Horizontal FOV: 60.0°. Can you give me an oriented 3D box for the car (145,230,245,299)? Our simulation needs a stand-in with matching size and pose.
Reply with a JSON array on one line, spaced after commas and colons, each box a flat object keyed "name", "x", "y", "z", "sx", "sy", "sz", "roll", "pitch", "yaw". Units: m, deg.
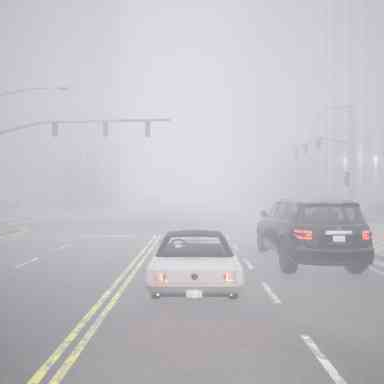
[{"name": "car", "x": 0.067, "y": 1.601, "z": 8.391, "sx": 1.895, "sy": 1.301, "sz": 4.718, "roll": 0, "pitch": 0, "yaw": 1}]

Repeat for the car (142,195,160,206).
[{"name": "car", "x": -7.040, "y": 1.352, "z": 55.259, "sx": 2.097, "sy": 1.767, "sz": 4.553, "roll": 0, "pitch": 0, "yaw": 0}]

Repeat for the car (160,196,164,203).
[{"name": "car", "x": -6.941, "y": 1.545, "z": 69.246, "sx": 2.033, "sy": 1.411, "sz": 5.357, "roll": 0, "pitch": 0, "yaw": 0}]

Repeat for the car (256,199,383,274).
[{"name": "car", "x": 3.583, "y": 1.222, "z": 10.746, "sx": 2.150, "sy": 2.045, "sz": 5.566, "roll": 0, "pitch": 0, "yaw": 0}]

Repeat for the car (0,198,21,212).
[{"name": "car", "x": -22.310, "y": 1.491, "z": 38.104, "sx": 4.902, "sy": 1.511, "sz": 2.128, "roll": 0, "pitch": 0, "yaw": 0}]
